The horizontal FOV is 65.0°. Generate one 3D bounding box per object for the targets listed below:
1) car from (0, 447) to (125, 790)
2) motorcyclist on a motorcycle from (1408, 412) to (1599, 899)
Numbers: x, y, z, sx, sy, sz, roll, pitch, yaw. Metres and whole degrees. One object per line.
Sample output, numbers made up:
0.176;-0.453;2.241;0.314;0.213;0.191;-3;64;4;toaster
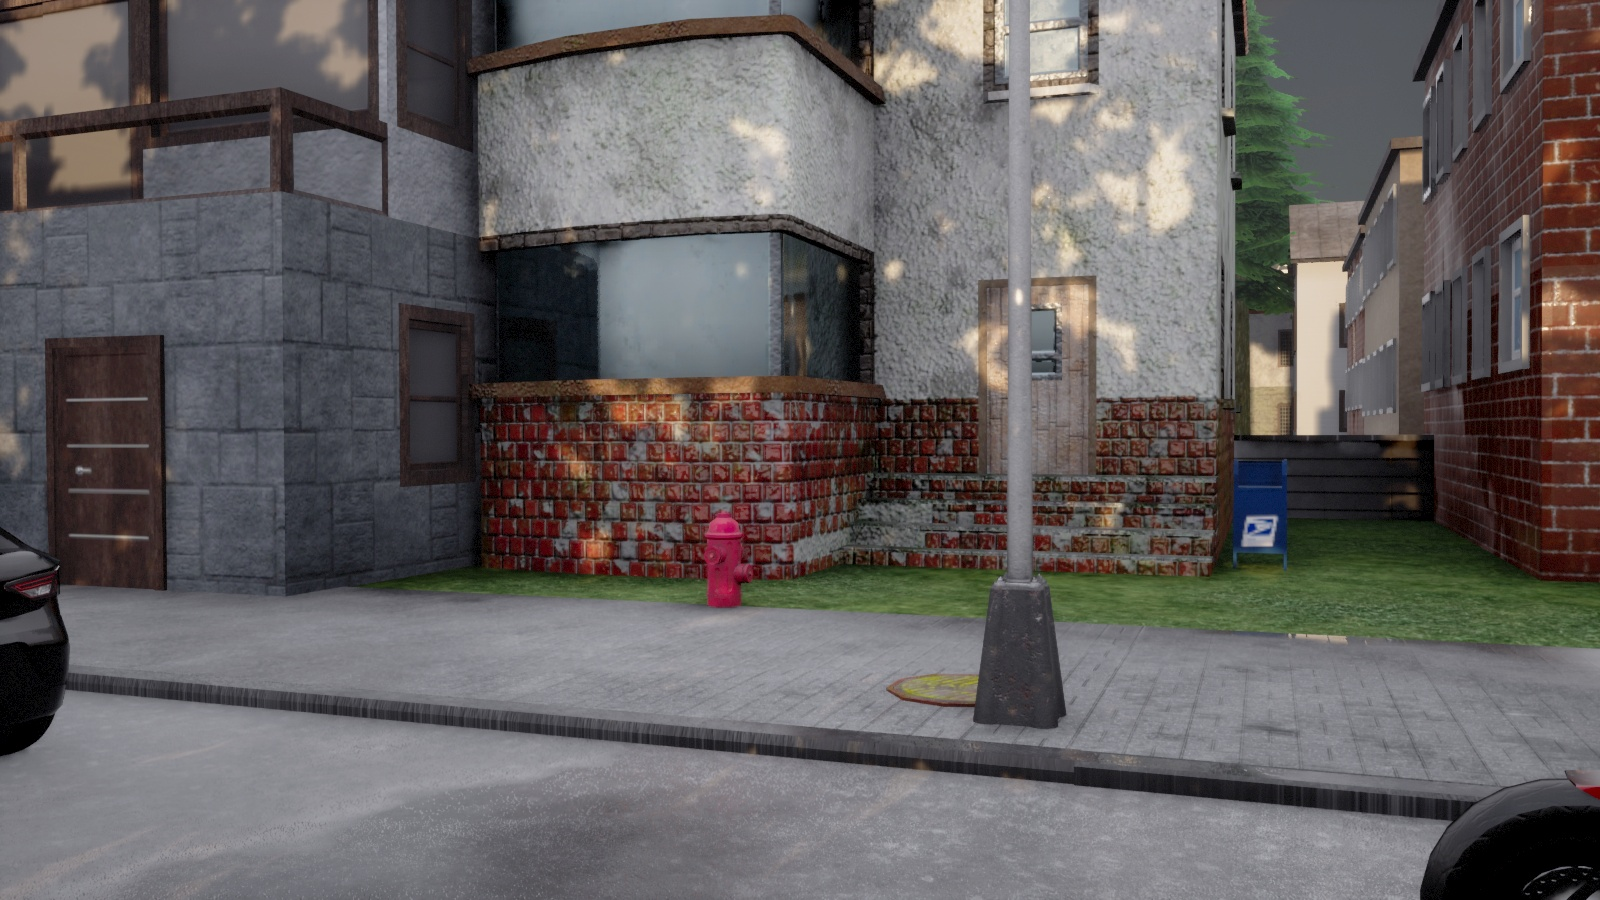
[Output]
-5.531;0.725;5.904;4.193;1.474;1.816;1;1;20;car
2.651;0.743;2.739;2.350;1.649;0.766;0;1;24;motorcyclist on a motorcycle
